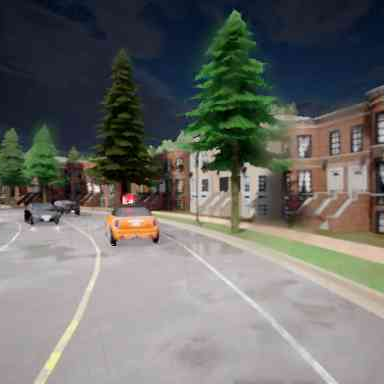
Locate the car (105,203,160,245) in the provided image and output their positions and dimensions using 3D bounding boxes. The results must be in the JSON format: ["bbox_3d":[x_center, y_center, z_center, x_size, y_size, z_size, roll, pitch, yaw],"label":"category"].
[{"bbox_3d":[-2.989,1.351,15.895,2.097,1.767,4.553,0,0,-18],"label":"car"}]

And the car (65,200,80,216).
[{"bbox_3d":[-12.456,1.539,32.308,1.837,1.490,4.892,0,0,-40],"label":"car"}]

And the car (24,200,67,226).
[{"bbox_3d":[-10.753,1.525,23.751,2.128,1.511,4.902,0,0,-32],"label":"car"}]

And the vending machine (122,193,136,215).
[{"bbox_3d":[-6.361,1.194,33.536,1.100,2.100,0.880,0,0,-38],"label":"vending machine"}]
